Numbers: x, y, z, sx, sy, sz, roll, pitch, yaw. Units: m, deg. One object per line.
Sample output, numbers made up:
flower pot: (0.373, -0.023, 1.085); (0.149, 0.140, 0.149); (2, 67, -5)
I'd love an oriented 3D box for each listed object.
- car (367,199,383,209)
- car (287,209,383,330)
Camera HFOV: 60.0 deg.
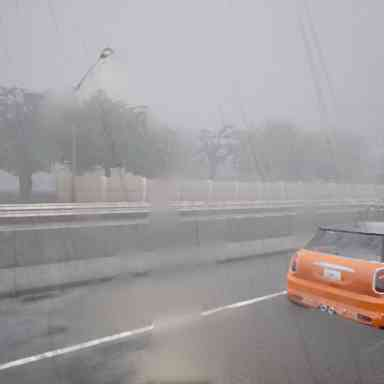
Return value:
car: (24.759, 1.662, 42.859); (5.357, 1.411, 2.033); (0, 0, -35)
car: (4.040, 1.376, 6.666); (4.553, 1.767, 2.097); (0, 0, -35)
